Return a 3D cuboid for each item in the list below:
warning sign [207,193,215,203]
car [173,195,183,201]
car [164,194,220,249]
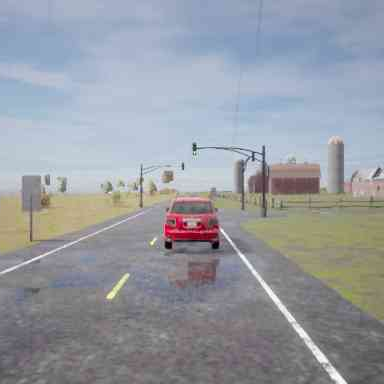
[{"bbox_3d":[3.543,1.074,62.474,1.300,1.860,1.060,0,0,0],"label":"warning sign"},{"bbox_3d":[-3.500,1.442,84.484,2.128,1.511,4.902,0,0,0],"label":"car"},{"bbox_3d":[0.000,1.257,14.680,2.150,2.045,5.566,0,0,0],"label":"car"}]
